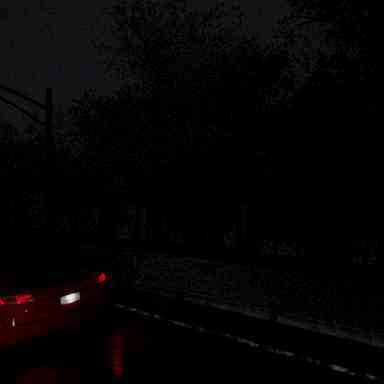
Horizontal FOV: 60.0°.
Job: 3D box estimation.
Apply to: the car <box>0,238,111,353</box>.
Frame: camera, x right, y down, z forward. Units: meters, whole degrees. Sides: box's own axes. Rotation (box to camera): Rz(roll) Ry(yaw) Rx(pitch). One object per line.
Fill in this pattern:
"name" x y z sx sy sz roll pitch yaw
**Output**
"car" -3.453 1.563 6.142 4.181 1.385 1.994 0 0 35
